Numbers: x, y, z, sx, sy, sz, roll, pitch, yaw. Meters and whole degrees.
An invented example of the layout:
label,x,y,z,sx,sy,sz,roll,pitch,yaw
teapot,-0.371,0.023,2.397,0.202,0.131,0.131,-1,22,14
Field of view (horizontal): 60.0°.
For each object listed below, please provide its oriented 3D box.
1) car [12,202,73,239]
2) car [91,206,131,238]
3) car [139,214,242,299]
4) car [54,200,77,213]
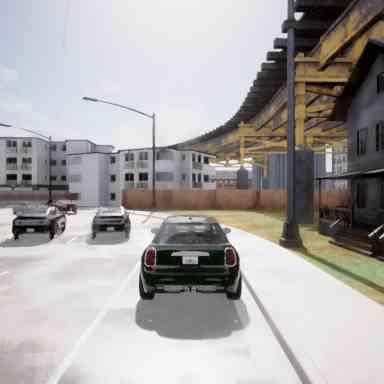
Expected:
label,x,y,z,sx,sy,sz,roll,pitch,yaw
car,-7.771,1.493,17.284,2.128,1.511,4.902,0,0,-12
car,-4.317,1.493,17.856,2.128,1.511,4.902,0,0,-12
car,-0.033,1.353,8.620,2.097,1.767,4.553,0,0,0
car,-13.857,1.525,35.335,1.812,1.442,4.674,0,0,-44
